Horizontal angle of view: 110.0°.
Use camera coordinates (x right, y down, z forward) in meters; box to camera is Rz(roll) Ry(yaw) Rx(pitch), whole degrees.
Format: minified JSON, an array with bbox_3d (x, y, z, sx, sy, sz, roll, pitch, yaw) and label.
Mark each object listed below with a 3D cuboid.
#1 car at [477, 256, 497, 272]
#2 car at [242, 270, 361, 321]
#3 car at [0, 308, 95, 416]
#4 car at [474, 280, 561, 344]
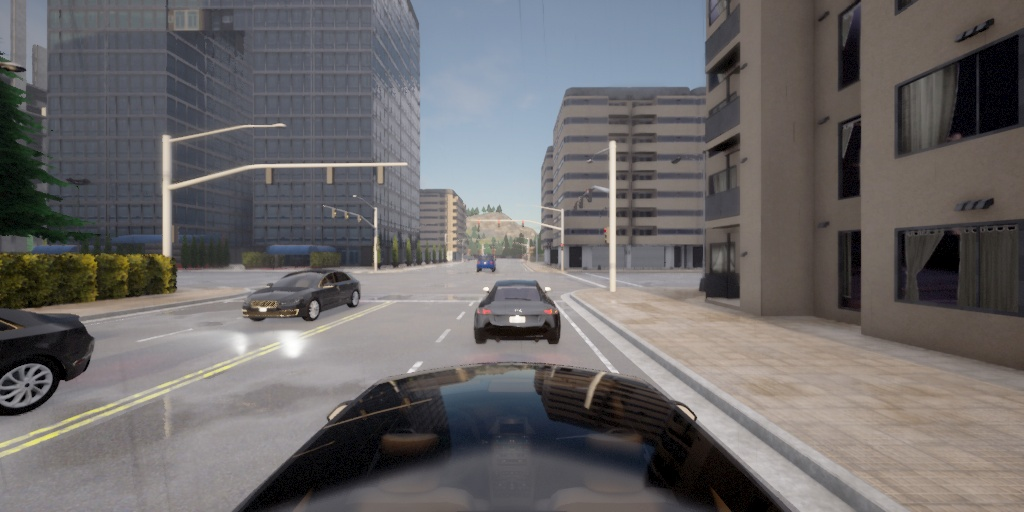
[{"bbox_3d":[-3.203,0.962,45.354,2.150,2.045,5.566,0,0,0],"label":"car"},{"bbox_3d":[-6.954,1.253,12.459,1.837,1.490,4.892,0,0,0],"label":"car"},{"bbox_3d":[-7.075,1.255,3.167,1.837,1.490,4.892,0,0,0],"label":"car"},{"bbox_3d":[0.132,1.312,9.571,1.994,1.385,4.181,0,0,1],"label":"car"}]
